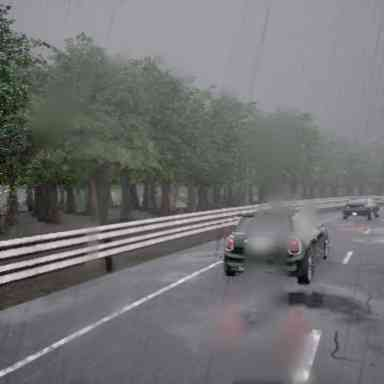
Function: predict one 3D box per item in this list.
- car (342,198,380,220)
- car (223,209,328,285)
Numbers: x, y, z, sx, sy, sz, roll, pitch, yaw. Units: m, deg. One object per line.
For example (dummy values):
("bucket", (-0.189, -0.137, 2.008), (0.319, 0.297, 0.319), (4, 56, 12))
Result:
("car", (12.453, 1.209, 24.439), (1.837, 1.490, 4.892), (-2, -1, 37))
("car", (2.608, 1.274, 9.644), (2.097, 1.767, 4.553), (-2, 0, 29))
